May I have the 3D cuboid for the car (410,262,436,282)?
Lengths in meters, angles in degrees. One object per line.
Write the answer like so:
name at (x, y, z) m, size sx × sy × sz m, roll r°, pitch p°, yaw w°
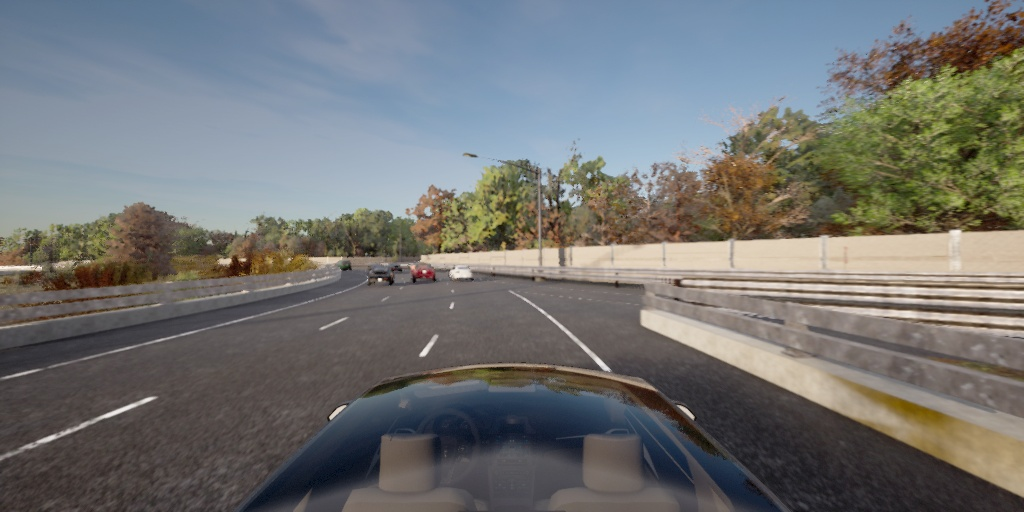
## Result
car at (-8.727, 1.511, 35.081) m, size 2.097 × 1.767 × 4.553 m, roll 0°, pitch -1°, yaw -18°

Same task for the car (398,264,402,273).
car at (-19.475, 1.994, 58.781) m, size 1.837 × 1.490 × 4.892 m, roll 1°, pitch -1°, yaw -32°

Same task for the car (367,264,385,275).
car at (-20.066, 1.941, 52.760) m, size 1.837 × 1.490 × 4.892 m, roll 0°, pitch 0°, yaw -28°

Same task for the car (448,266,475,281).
car at (-4.979, 1.650, 34.887) m, size 1.812 × 1.442 × 4.674 m, roll 0°, pitch -1°, yaw -17°

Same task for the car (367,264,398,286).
car at (-10.881, 1.632, 30.123) m, size 1.837 × 1.490 × 4.892 m, roll 0°, pitch -1°, yaw -16°
